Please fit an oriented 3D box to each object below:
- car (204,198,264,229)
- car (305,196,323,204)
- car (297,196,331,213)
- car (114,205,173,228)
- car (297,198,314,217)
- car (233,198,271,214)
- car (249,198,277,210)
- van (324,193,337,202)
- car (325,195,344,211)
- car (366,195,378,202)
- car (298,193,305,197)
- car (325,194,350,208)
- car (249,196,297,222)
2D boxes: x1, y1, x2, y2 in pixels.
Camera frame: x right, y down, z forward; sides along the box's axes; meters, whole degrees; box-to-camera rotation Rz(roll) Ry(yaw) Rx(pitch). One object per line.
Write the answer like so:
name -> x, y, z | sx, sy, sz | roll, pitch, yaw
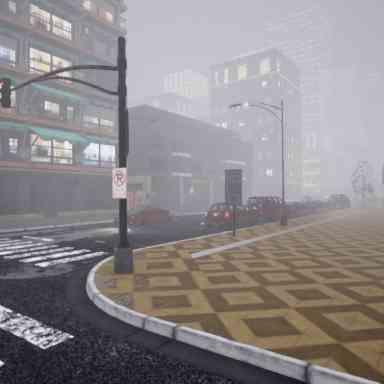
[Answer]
car -> 2.519, 1.353, 20.712 | 1.967, 1.590, 4.097 | -1, 0, 36
car -> 22.573, 1.440, 61.293 | 1.752, 1.417, 4.829 | -1, 0, 36
car -> 12.458, 1.421, 34.231 | 1.887, 1.381, 4.507 | -1, 0, 36
car -> -3.132, 1.549, 22.168 | 1.994, 1.385, 4.181 | -1, 0, 36
car -> 9.146, 1.471, 29.724 | 1.802, 1.307, 4.206 | -1, 0, 36
car -> 6.423, 1.428, 35.158 | 1.882, 1.535, 5.008 | -1, -1, 36
car -> 9.322, 1.489, 43.267 | 1.752, 1.417, 4.829 | -1, 0, 36
van -> 29.297, 1.229, 70.443 | 1.690, 1.788, 3.998 | -1, 0, 36
car -> 15.771, 1.415, 38.737 | 2.008, 1.369, 4.403 | -1, 0, 36
car -> 35.648, 1.334, 65.775 | 1.887, 1.381, 4.507 | -1, 0, 36
car -> 16.289, 1.156, 48.423 | 1.812, 1.442, 4.674 | -1, 0, 36
car -> 19.082, 1.168, 43.244 | 2.192, 1.841, 5.009 | -1, 0, 36
car -> 5.831, 1.216, 25.219 | 2.192, 1.841, 5.009 | -1, 0, 36
